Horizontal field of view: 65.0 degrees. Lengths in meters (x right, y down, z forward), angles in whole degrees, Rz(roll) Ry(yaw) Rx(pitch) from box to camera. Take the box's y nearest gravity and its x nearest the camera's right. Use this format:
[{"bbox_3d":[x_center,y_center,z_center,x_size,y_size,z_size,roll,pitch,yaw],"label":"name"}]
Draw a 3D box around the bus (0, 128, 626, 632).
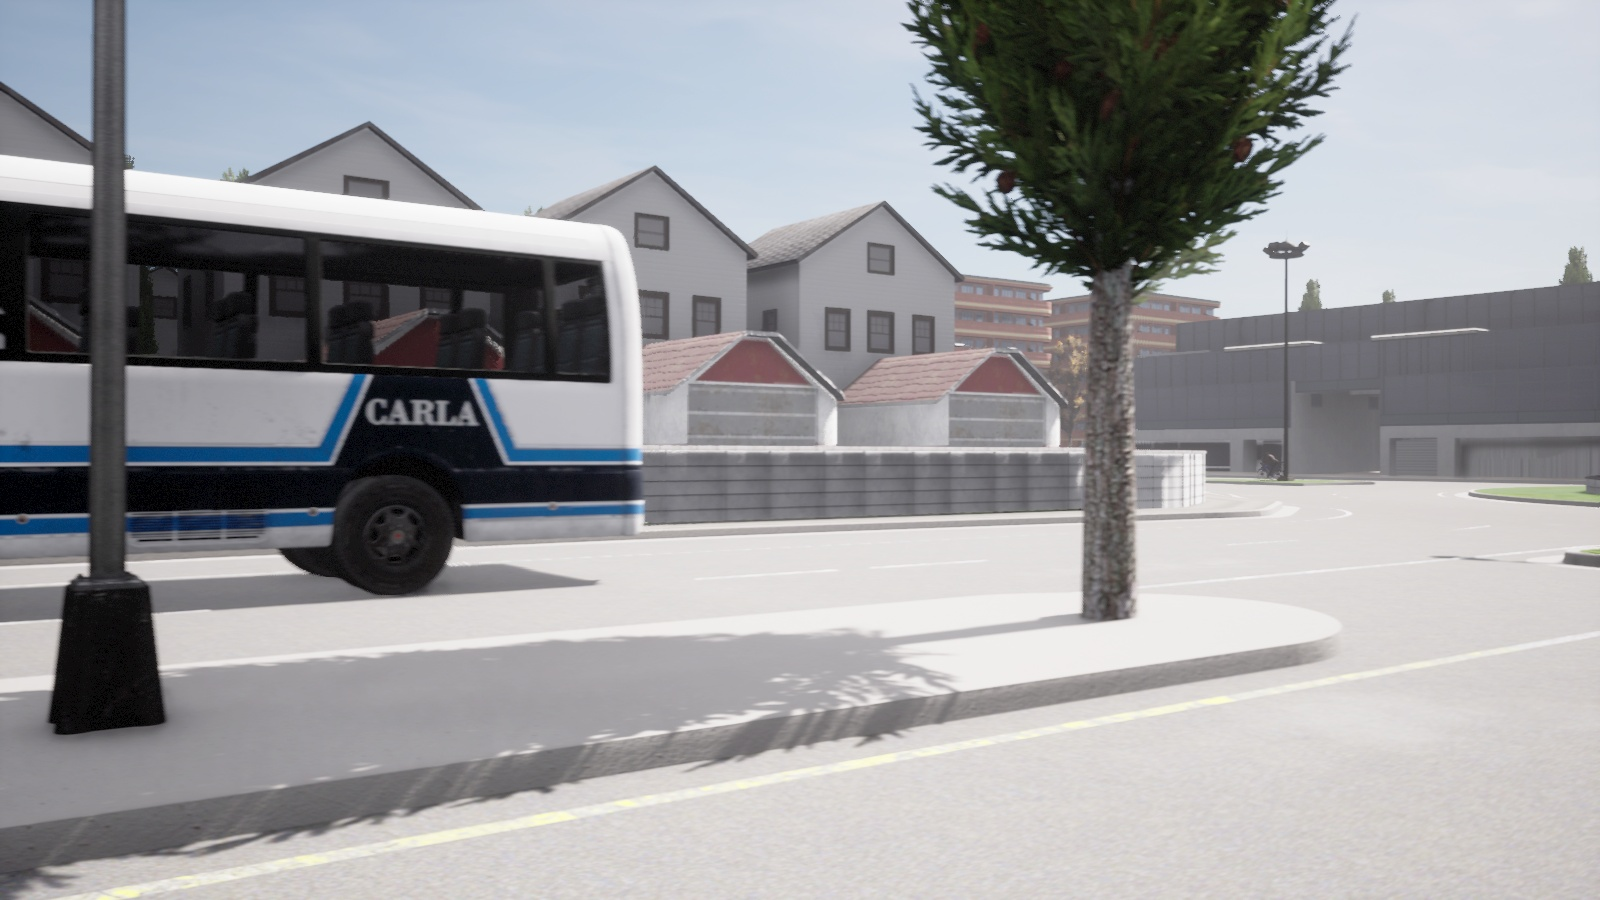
[{"bbox_3d":[-7.278,-0.585,12.612,10.273,4.253,3.944,0,0,-35],"label":"bus"}]
